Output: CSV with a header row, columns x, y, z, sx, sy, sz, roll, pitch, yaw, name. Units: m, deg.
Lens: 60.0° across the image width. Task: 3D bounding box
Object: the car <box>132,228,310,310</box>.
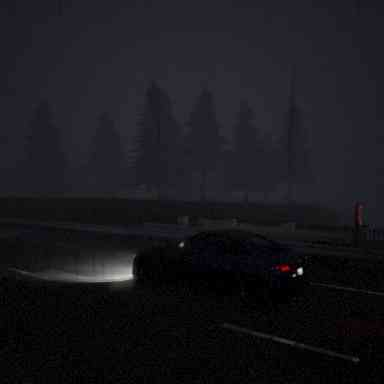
x,y,z,sx,sy,sz,roll,pitch,yaw,name
0.563,1.571,7.889,4.181,1.385,1.994,0,0,35,car
